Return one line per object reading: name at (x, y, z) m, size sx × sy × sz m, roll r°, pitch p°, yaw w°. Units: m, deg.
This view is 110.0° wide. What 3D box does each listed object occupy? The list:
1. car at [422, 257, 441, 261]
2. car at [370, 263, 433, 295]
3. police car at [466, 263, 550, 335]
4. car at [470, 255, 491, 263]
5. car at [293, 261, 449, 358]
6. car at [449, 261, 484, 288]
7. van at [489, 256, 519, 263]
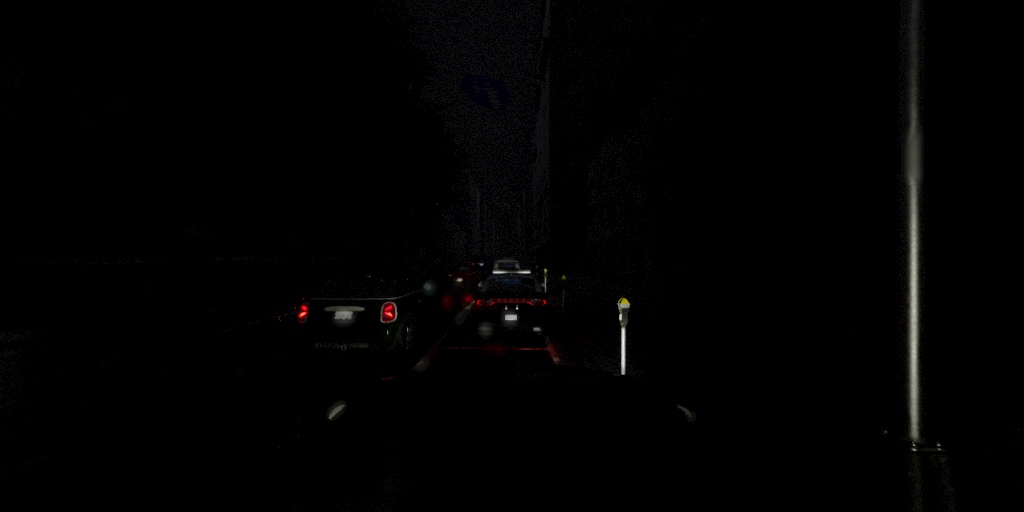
car at (-8.813, 1.041, 38.791) m, size 2.192 × 1.841 × 5.009 m, roll 0°, pitch 0°, yaw 0°
car at (-6.245, 1.234, 20.942) m, size 2.128 × 1.511 × 4.902 m, roll 0°, pitch 0°, yaw 0°
police car at (-0.011, 1.173, 10.610) m, size 1.930 × 1.638 × 5.238 m, roll 0°, pitch 0°, yaw 0°
car at (-3.049, 0.947, 38.704) m, size 2.150 × 2.045 × 5.566 m, roll 0°, pitch 0°, yaw 0°
car at (-3.047, 1.100, 8.634) m, size 2.097 × 1.767 × 4.553 m, roll 0°, pitch 0°, yaw 0°
car at (-3.145, 1.266, 23.897) m, size 1.812 × 1.442 × 4.674 m, roll 0°, pitch 0°, yaw 0°
van at (-0.289, 1.083, 21.849) m, size 1.690 × 1.789 × 3.998 m, roll 0°, pitch 0°, yaw 0°
